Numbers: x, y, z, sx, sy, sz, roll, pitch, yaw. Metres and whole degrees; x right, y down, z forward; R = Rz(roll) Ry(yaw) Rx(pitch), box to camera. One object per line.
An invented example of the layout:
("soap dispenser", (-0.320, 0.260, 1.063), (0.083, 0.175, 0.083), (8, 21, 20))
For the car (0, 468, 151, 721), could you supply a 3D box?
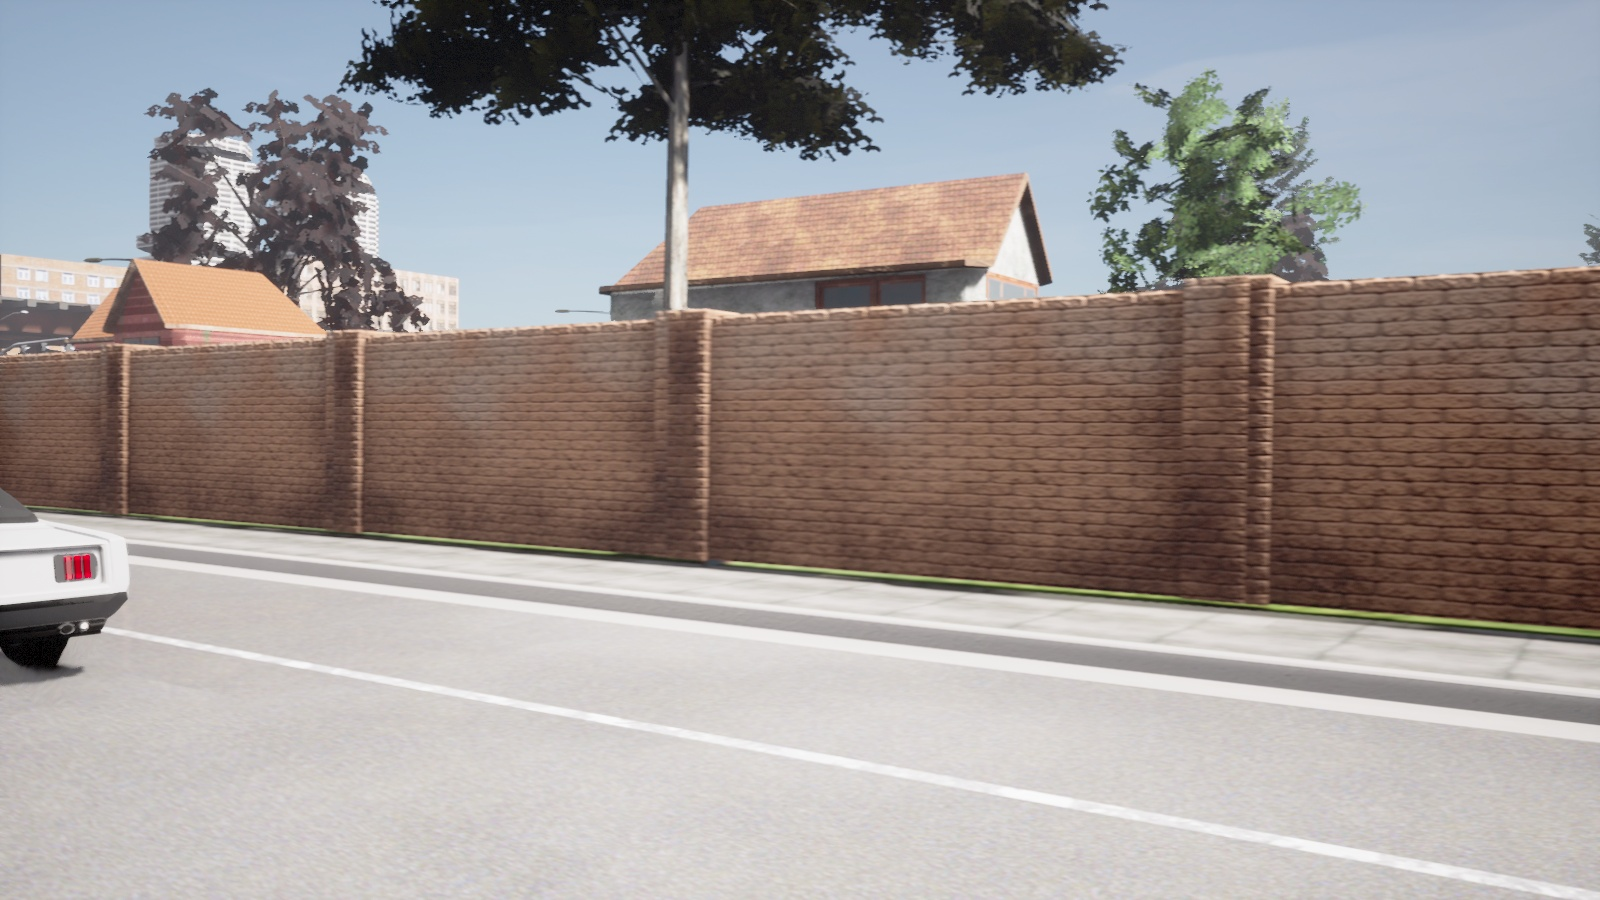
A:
("car", (-6.265, 0.782, 7.807), (4.718, 1.301, 1.895), (0, 1, 34))
